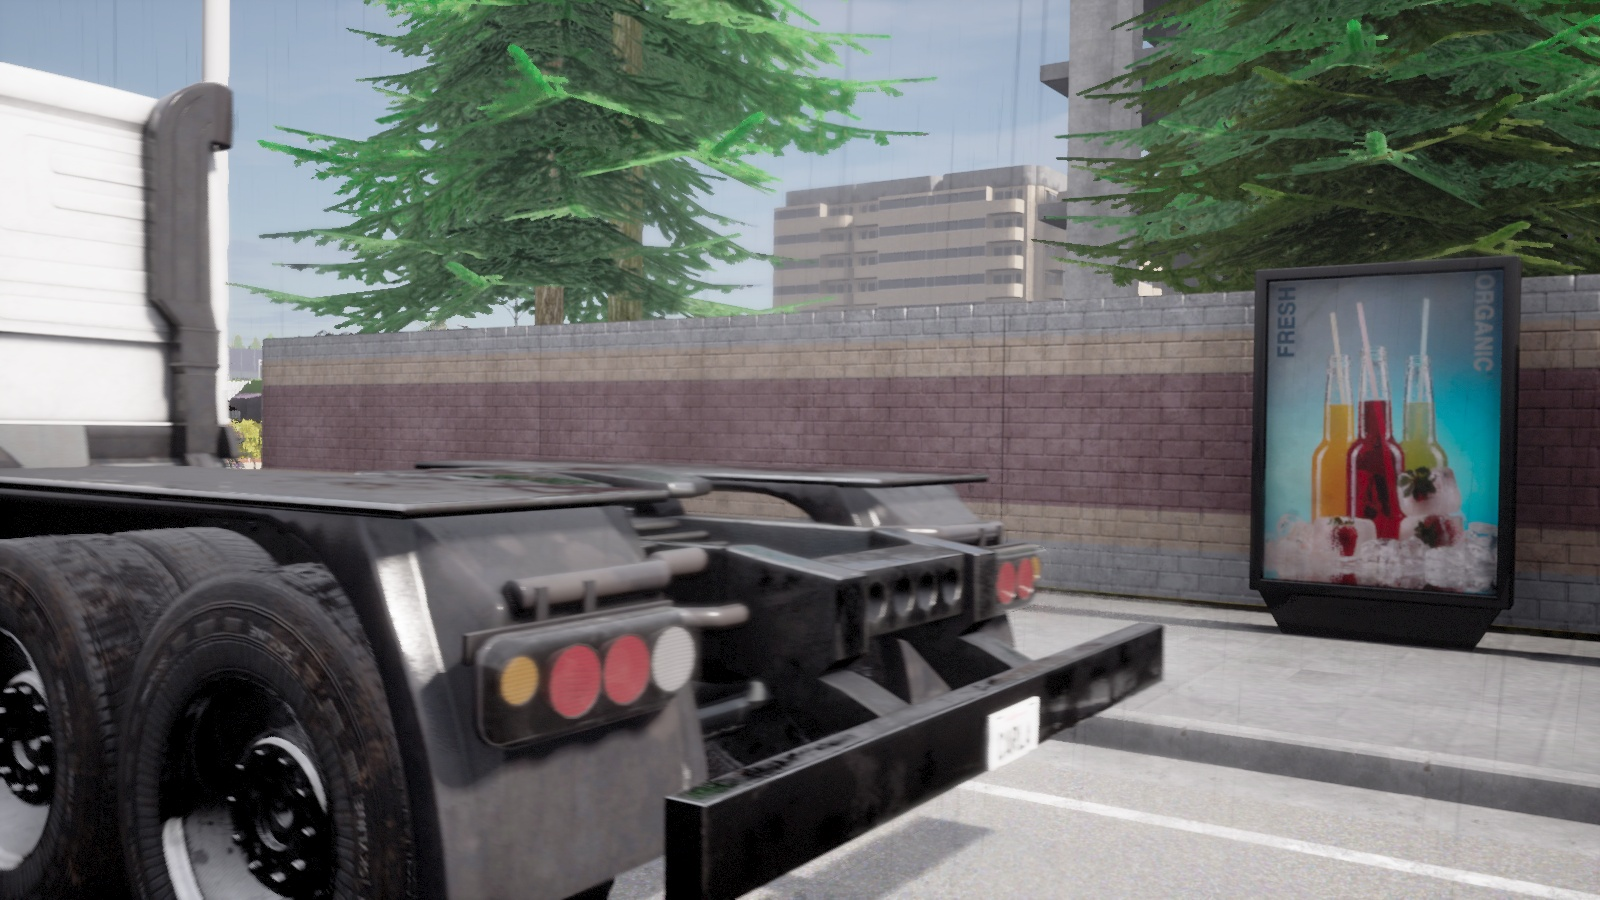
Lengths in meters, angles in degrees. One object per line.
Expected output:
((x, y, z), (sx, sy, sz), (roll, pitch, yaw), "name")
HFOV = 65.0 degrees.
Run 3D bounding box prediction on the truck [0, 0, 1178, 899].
((-2.766, -0.324, 5.440), (7.936, 3.462, 2.891), (0, 1, 34), "truck")
